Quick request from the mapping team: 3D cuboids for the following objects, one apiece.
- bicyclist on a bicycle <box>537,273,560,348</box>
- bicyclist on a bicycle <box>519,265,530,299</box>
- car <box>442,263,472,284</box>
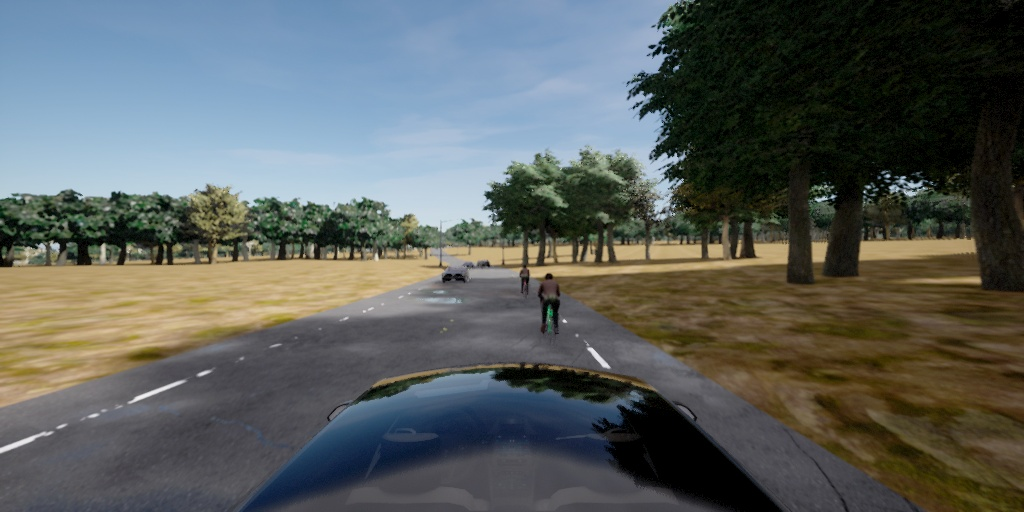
[{"bbox_3d":[0.877,1.222,8.352,0.582,1.620,1.656,0,0,-1],"label":"bicyclist on a bicycle"},{"bbox_3d":[0.637,1.258,17.411,0.582,1.620,1.656,0,-1,-2],"label":"bicyclist on a bicycle"},{"bbox_3d":[-4.461,1.470,28.704,1.895,1.301,4.718,0,0,-3],"label":"car"}]
